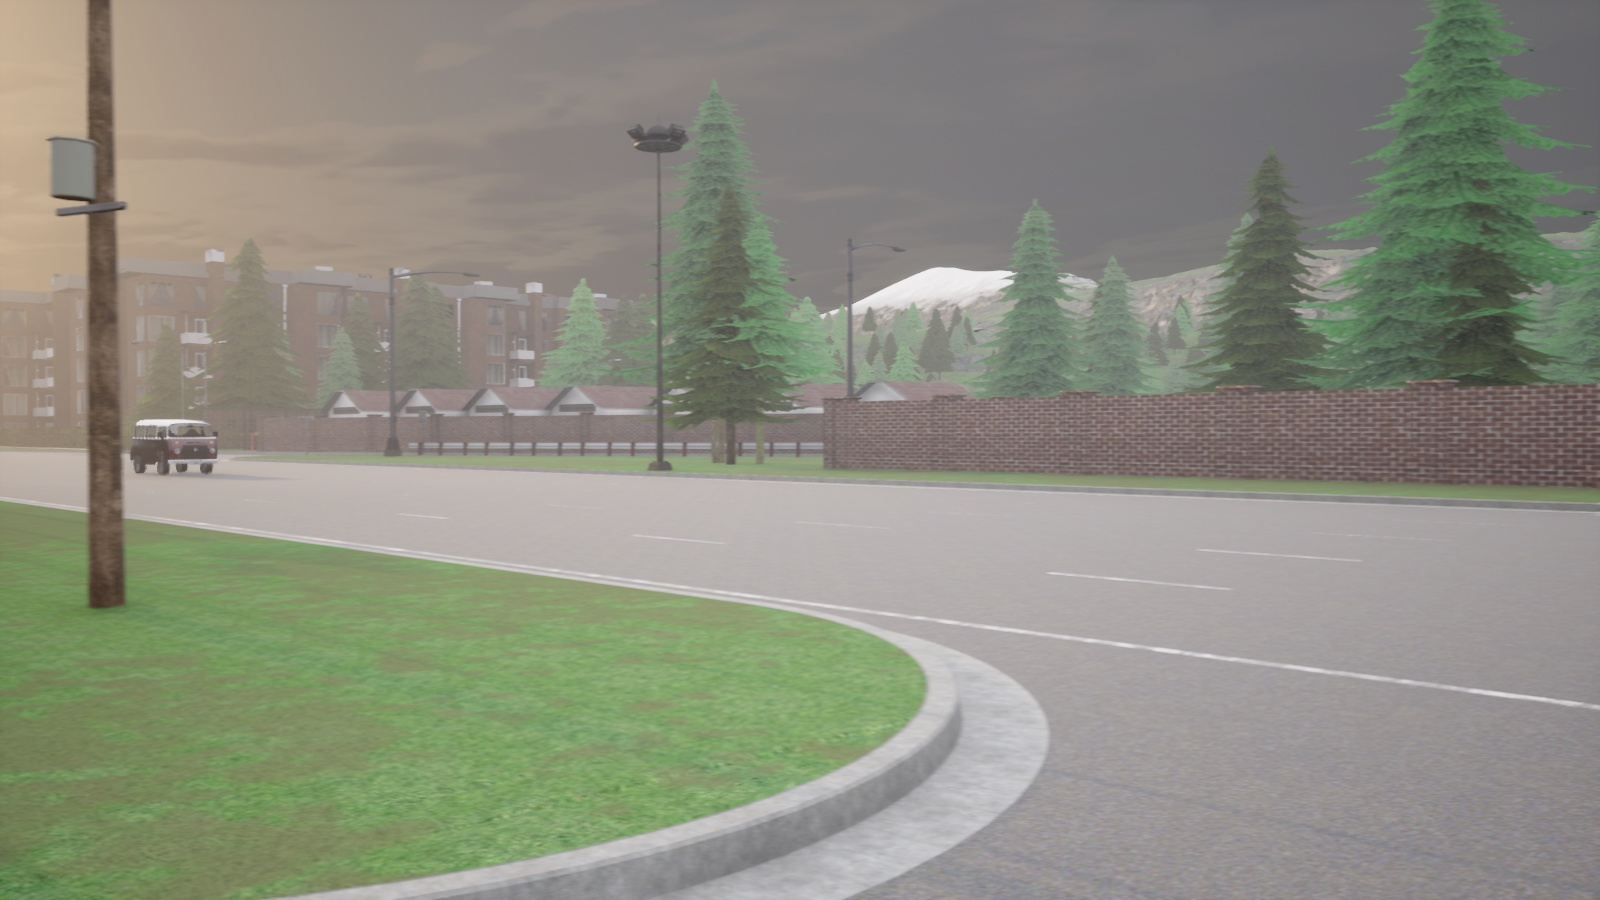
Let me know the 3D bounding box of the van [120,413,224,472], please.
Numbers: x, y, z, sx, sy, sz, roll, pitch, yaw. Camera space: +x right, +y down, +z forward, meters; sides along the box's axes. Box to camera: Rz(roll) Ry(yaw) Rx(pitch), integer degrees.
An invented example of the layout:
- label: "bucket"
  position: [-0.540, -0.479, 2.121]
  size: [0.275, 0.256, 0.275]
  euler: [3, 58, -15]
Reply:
- label: "van"
  position: [-23.156, -0.305, 46.251]
  size: [4.480, 2.038, 2.069]
  euler: [1, 1, 44]
